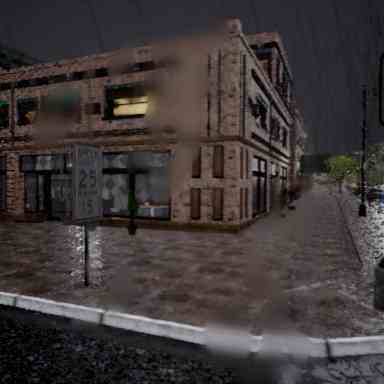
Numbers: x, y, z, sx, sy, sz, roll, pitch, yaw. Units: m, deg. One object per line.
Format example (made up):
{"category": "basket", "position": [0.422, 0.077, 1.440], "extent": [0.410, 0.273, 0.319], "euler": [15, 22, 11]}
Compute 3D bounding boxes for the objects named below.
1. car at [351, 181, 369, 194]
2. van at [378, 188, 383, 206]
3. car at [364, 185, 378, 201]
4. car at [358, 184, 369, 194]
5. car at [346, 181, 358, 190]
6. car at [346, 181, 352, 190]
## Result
{"category": "car", "position": [25.839, -0.585, 50.282], "extent": [2.192, 1.841, 5.009], "euler": [2, 3, 22]}
{"category": "van", "position": [15.289, 0.366, 24.718], "extent": [1.690, 1.788, 3.998], "euler": [2, 3, 22]}
{"category": "car", "position": [19.505, 0.236, 34.955], "extent": [1.802, 1.307, 4.206], "euler": [2, 3, 22]}
{"category": "car", "position": [21.615, 0.035, 40.067], "extent": [1.947, 1.339, 4.313], "euler": [2, 3, 22]}
{"category": "car", "position": [36.390, -1.510, 75.848], "extent": [2.192, 1.841, 5.009], "euler": [2, 3, 22]}
{"category": "car", "position": [34.211, -1.109, 70.587], "extent": [1.752, 1.417, 4.829], "euler": [2, 3, 22]}
